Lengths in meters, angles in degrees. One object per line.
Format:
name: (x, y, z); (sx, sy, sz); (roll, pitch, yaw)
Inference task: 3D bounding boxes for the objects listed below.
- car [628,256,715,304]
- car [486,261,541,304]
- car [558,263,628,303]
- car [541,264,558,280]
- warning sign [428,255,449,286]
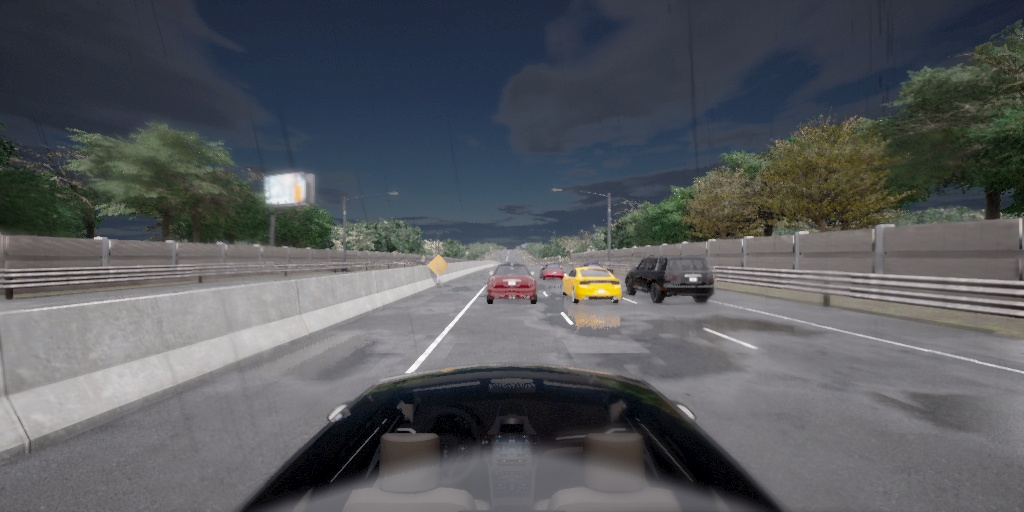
car: (7.000, 1.008, 16.533); (2.150, 2.045, 5.566); (0, 0, 0)
car: (0.000, 1.116, 16.473); (2.097, 1.767, 4.553); (0, 0, 0)
car: (3.500, 1.235, 16.504); (1.882, 1.535, 5.008); (0, 0, 0)
car: (3.500, 1.364, 31.509); (1.994, 1.385, 4.181); (0, 0, 0)
warning sign: (-4.550, 0.869, 22.007); (1.300, 1.860, 1.060); (0, 0, 0)
